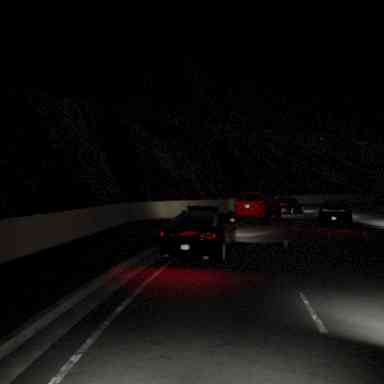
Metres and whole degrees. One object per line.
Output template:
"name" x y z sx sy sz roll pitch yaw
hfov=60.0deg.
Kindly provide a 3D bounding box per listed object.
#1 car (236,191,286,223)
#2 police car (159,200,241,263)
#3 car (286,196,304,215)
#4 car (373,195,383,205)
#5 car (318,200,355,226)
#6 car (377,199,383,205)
"car" 4.655 0.958 23.115 2.150 2.045 5.566 0 1 27
"police car" 0.413 1.290 11.705 1.930 1.638 5.238 0 1 14
"car" 8.433 1.167 29.403 1.837 1.490 4.892 0 1 35
"car" 26.173 1.058 44.187 4.181 1.385 1.994 0 1 -25
"car" 9.195 1.248 21.132 2.128 1.511 4.902 0 1 27
"car" 10.592 1.308 15.932 2.128 1.511 4.902 0 1 21
